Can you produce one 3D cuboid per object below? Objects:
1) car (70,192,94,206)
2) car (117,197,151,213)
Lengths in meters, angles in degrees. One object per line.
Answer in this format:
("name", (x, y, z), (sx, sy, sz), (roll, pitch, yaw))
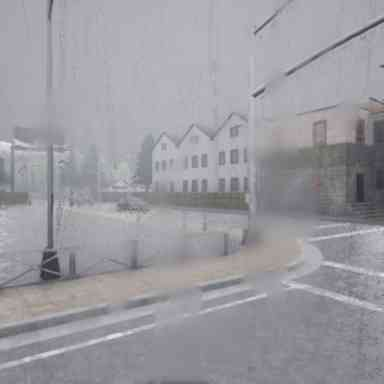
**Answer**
("car", (-15.237, 0.896, 45.911), (2.097, 1.767, 4.553), (0, 0, -35))
("car", (-5.769, 1.241, 32.398), (1.837, 1.490, 4.892), (0, 0, -35))
